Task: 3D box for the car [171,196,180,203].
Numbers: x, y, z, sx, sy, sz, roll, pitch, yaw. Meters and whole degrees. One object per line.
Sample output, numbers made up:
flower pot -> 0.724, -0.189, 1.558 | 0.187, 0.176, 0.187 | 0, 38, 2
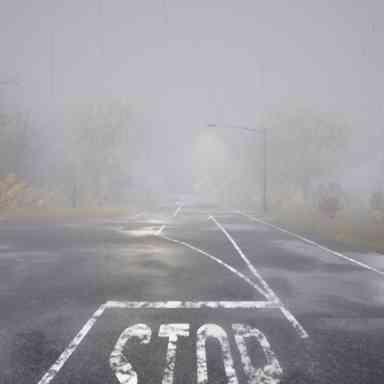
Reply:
car -> -3.614, 1.585, 73.537 | 2.033, 1.411, 5.357 | 0, 0, 3
